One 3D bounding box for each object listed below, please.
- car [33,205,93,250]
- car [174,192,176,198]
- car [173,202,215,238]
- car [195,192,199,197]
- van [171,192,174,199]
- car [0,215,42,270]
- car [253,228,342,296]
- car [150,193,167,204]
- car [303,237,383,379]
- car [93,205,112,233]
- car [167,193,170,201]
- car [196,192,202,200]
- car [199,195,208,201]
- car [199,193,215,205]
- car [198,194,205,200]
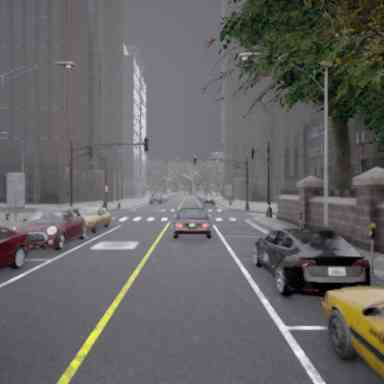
[{"bbox_3d":[-5.821,1.398,13.779,1.967,1.590,4.097,0,0,0],"label":"car"},{"bbox_3d":[-6.170,1.253,89.268,2.008,1.369,4.403,0,0,0],"label":"car"},{"bbox_3d":[0.017,1.483,17.065,2.033,1.411,5.357,0,0,0],"label":"car"},{"bbox_3d":[2.405,1.266,78.433,1.887,1.381,4.507,0,0,0],"label":"car"},{"bbox_3d":[-6.146,1.060,83.830,1.690,1.788,3.998,0,0,0],"label":"van"},{"bbox_3d":[-5.795,1.523,8.322,1.887,1.381,4.507,0,0,0],"label":"car"},{"bbox_3d":[2.730,1.529,8.364,1.947,1.339,4.313,0,0,0],"label":"car"},{"bbox_3d":[-6.020,1.122,56.642,2.192,1.841,5.009,0,0,0],"label":"car"},{"bbox_3d":[2.754,1.508,3.077,1.752,1.417,4.829,0,0,0],"label":"car"},{"bbox_3d":[-5.845,1.463,19.066,1.752,1.417,4.829,0,0,0],"label":"car"},{"bbox_3d":[-6.069,1.353,67.518,1.802,1.307,4.206,0,0,0],"label":"car"},{"bbox_3d":[2.456,1.307,67.557,2.008,1.369,4.403,0,0,0],"label":"car"},{"bbox_3d":[2.430,1.283,72.995,1.887,1.381,4.507,0,0,0],"label":"car"},{"bbox_3d":[2.531,1.250,51.245,1.967,1.590,4.097,0,0,0],"label":"car"},{"bbox_3d":[2.379,1.229,84.040,1.752,1.417,4.829,0,0,0],"label":"car"}]
